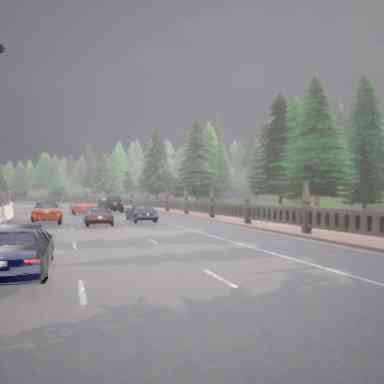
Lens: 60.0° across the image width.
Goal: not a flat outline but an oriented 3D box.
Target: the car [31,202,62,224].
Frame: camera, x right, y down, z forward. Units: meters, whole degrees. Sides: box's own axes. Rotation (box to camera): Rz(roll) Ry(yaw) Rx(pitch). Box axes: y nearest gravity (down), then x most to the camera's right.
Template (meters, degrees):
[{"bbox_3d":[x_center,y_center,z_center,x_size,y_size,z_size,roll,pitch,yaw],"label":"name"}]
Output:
[{"bbox_3d":[-11.415,1.528,26.254,2.097,1.767,4.553,0,0,-22],"label":"car"}]

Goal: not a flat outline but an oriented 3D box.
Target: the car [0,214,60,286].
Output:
[{"bbox_3d":[-4.999,1.612,9.470,2.033,1.411,5.357,0,0,-21],"label":"car"}]

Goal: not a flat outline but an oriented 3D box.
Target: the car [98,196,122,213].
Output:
[{"bbox_3d":[-9.852,1.489,39.816,2.150,2.045,5.566,0,0,-26],"label":"car"}]

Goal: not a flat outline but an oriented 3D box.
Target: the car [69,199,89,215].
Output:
[{"bbox_3d":[-12.612,1.603,37.496,2.097,1.767,4.553,0,0,-26],"label":"car"}]

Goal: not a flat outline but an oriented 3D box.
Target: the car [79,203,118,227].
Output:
[{"bbox_3d":[-6.983,1.726,24.536,1.994,1.385,4.181,0,-1,-21],"label":"car"}]

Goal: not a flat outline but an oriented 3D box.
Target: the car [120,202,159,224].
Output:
[{"bbox_3d":[-4.167,1.728,26.975,2.033,1.411,5.357,0,0,-21],"label":"car"}]
